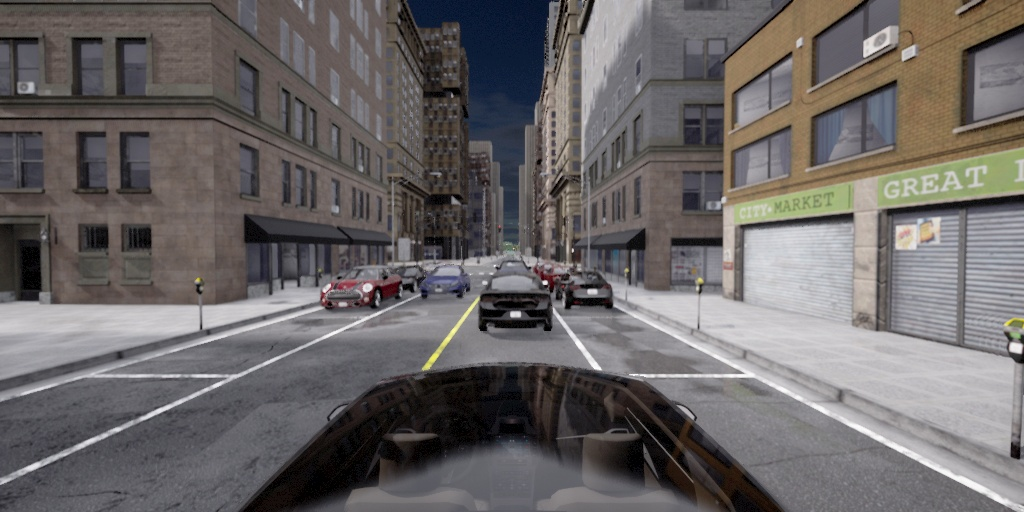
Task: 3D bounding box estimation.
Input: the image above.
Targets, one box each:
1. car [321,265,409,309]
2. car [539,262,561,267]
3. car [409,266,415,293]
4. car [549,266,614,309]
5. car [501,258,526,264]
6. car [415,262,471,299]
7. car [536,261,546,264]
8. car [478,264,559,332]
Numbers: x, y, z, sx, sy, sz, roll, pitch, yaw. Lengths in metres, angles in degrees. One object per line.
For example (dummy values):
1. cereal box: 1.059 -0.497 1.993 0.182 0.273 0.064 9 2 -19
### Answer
1. car: -5.780 1.118 14.251 1.967 1.591 4.097 0 0 0
2. car: 2.740 1.192 19.765 1.888 1.381 4.507 0 0 0
3. car: -5.786 1.213 19.756 1.948 1.339 4.313 0 0 0
4. car: 2.746 1.244 14.261 1.948 1.339 4.313 0 0 0
5. car: 0.079 0.995 20.802 2.097 1.767 4.553 0 0 0
6. car: -3.103 1.185 17.532 1.812 1.442 4.674 0 0 0
7. car: 2.734 1.161 25.270 1.888 1.381 4.507 0 0 0
8. car: 0.086 1.176 10.721 1.882 1.535 5.008 0 0 0
